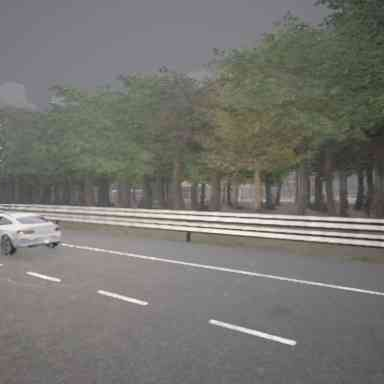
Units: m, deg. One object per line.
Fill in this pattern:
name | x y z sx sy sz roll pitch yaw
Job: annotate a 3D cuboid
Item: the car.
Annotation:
car | -7.074 1.531 13.228 4.674 1.442 1.812 0 0 36
